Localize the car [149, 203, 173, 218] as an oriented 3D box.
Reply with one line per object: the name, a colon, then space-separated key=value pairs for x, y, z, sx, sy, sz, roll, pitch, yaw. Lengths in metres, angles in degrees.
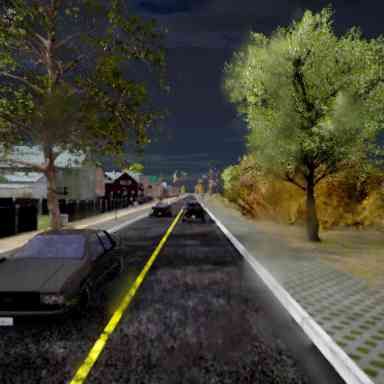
car: x=-2.831 y=1.702 z=31.145 sx=1.994 sy=1.385 sz=4.181 roll=0 pitch=0 yaw=0

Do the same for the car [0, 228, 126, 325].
car: x=-2.846 y=1.582 z=7.691 sx=2.033 sy=1.411 sz=5.357 roll=0 pitch=0 yaw=0

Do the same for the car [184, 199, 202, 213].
car: x=0.116 y=1.673 z=40.424 sx=2.128 sy=1.511 sz=4.902 roll=0 pitch=0 yaw=0

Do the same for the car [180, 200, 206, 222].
car: x=0.110 y=1.629 z=27.701 sx=1.837 sy=1.490 sz=4.892 roll=0 pitch=0 yaw=0
